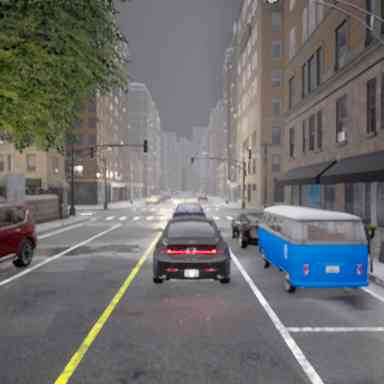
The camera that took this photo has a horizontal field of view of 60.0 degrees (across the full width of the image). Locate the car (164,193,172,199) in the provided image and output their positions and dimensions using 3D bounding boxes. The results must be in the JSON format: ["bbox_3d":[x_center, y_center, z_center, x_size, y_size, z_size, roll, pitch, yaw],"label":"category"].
[{"bbox_3d":[-6.517,1.061,90.015,1.752,1.417,4.829,0,0,-1],"label":"car"}]

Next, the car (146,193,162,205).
[{"bbox_3d":[-6.156,1.243,51.862,1.752,1.417,4.829,0,0,-1],"label":"car"}]

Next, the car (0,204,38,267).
[{"bbox_3d":[-5.745,1.273,8.345,2.192,1.841,5.009,0,0,-1],"label":"car"}]

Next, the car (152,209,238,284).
[{"bbox_3d":[-0.020,1.457,9.452,1.837,1.490,4.892,0,0,0],"label":"car"}]

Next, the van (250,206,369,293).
[{"bbox_3d":[2.779,1.298,8.466,1.690,1.788,3.998,0,0,-1],"label":"van"}]

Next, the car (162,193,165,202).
[{"bbox_3d":[-6.209,1.239,57.482,2.008,1.369,4.403,0,0,-1],"label":"car"}]

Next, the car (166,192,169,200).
[{"bbox_3d":[-6.312,1.178,68.384,1.887,1.381,4.507,0,0,-1],"label":"car"}]

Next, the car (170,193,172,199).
[{"bbox_3d":[-6.415,1.133,79.285,2.008,1.369,4.403,0,0,-1],"label":"car"}]

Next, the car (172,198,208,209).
[{"bbox_3d":[-0.150,1.375,19.699,1.882,1.535,5.008,0,0,0],"label":"car"}]

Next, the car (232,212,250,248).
[{"bbox_3d":[2.726,1.493,14.127,1.947,1.339,4.313,0,0,-1],"label":"car"}]

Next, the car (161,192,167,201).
[{"bbox_3d":[-6.261,1.205,62.933,1.887,1.381,4.507,0,0,-1],"label":"car"}]

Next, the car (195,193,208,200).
[{"bbox_3d":[2.211,1.073,68.500,1.967,1.590,4.097,0,0,-1],"label":"car"}]

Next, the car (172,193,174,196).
[{"bbox_3d":[-6.468,0.873,84.734,2.192,1.841,5.009,0,0,-1],"label":"car"}]
